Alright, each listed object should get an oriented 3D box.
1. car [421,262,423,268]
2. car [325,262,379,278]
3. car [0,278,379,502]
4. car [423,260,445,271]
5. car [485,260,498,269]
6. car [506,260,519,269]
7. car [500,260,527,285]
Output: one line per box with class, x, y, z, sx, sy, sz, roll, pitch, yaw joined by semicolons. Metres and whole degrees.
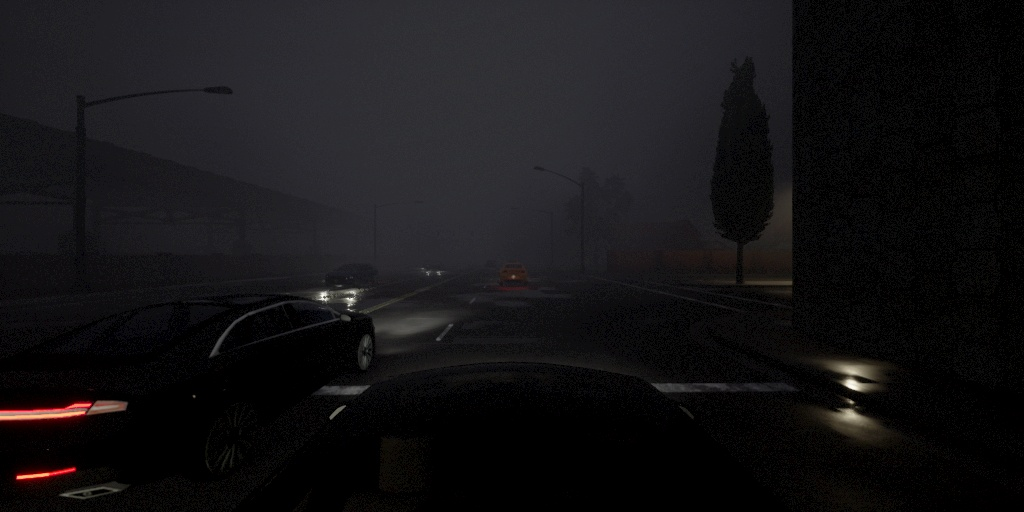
car;-14.016;1.318;61.148;2.033;1.411;5.357;0;0;0
car;-10.599;1.235;24.037;1.882;1.535;5.008;0;0;0
car;-3.414;1.243;4.661;2.128;1.511;4.902;0;0;0
car;-10.579;1.292;49.913;1.812;1.442;4.674;0;0;0
car;-3.398;1.317;58.713;2.033;1.411;5.357;0;0;0
car;0.099;1.334;59.443;1.994;1.385;4.181;0;0;0
car;0.102;1.236;26.581;1.882;1.535;5.008;0;0;0
